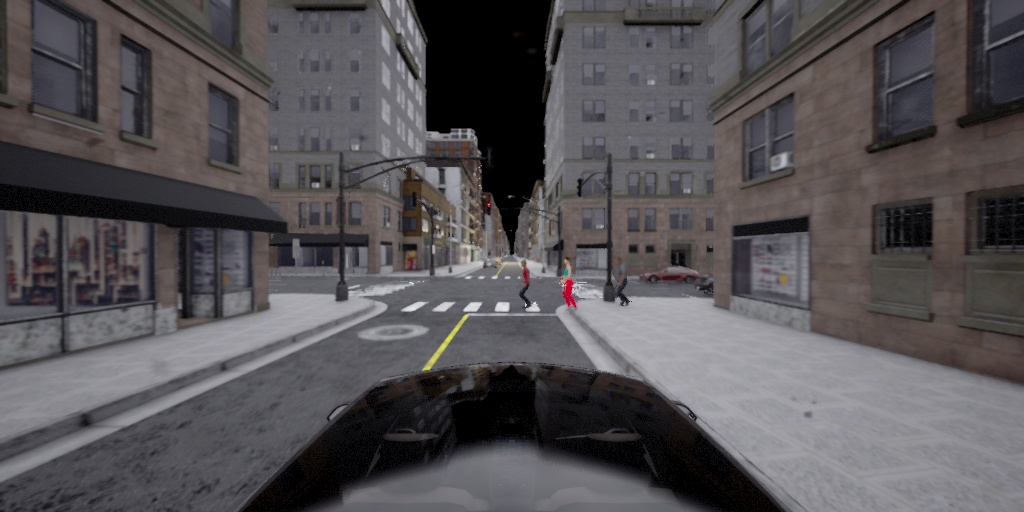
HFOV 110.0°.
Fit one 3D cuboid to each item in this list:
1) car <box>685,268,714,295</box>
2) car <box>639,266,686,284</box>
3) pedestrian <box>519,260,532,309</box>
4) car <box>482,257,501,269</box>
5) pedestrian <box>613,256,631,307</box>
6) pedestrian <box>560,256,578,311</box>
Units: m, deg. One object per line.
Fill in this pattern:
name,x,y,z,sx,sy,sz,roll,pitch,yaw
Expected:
car,11.618,1.402,18.193,4.403,1.370,2.007,0,0,0
car,11.653,1.358,26.718,4.207,1.307,1.802,0,0,0
pedestrian,0.508,1.006,13.122,0.375,1.860,0.375,0,1,0
car,-3.064,1.043,50.650,2.128,1.511,4.902,0,0,0
pedestrian,3.809,0.858,12.520,0.375,1.860,0.375,0,1,0
pedestrian,1.888,0.880,11.920,0.375,1.860,0.375,0,1,0
